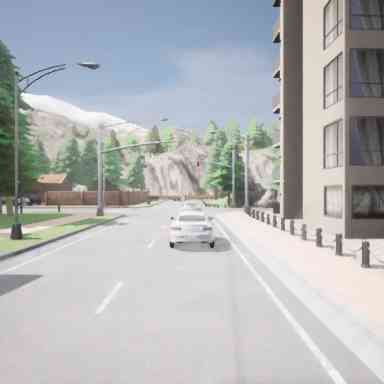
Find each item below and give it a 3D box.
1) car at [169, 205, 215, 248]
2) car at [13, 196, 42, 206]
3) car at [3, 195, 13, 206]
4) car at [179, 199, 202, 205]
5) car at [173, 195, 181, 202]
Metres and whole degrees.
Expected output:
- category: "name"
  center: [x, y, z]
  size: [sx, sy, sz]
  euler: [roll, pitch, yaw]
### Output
- category: "car"
  center: [0.000, 1.531, 14.650]
  size: [1.812, 1.442, 4.674]
  euler: [0, 0, 0]
- category: "car"
  center: [-25.019, 1.157, 51.246]
  size: [1.932, 1.855, 4.605]
  euler: [0, 0, -1]
- category: "car"
  center: [-27.524, 1.159, 50.799]
  size: [1.905, 1.878, 3.866]
  euler: [0, 0, -1]
- category: "car"
  center: [0.000, 1.531, 29.650]
  size: [1.812, 1.442, 4.674]
  euler: [0, 0, 0]
- category: "car"
  center: [-3.500, 1.490, 78.112]
  size: [1.837, 1.490, 4.892]
  euler: [0, 0, 0]
